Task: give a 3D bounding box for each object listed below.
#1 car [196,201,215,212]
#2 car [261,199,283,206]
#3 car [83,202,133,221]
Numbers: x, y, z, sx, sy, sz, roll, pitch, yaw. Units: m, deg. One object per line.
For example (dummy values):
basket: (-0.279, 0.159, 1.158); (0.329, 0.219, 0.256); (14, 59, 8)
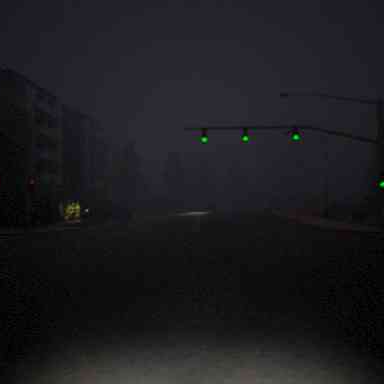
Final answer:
car: (2.061, 2.126, 49.789); (2.128, 1.511, 4.902); (-1, -1, 18)
car: (16.927, 2.238, 69.898); (5.357, 1.411, 2.033); (0, -1, -39)
car: (-8.015, 1.795, 31.719); (4.553, 1.767, 2.097); (2, -2, -17)
